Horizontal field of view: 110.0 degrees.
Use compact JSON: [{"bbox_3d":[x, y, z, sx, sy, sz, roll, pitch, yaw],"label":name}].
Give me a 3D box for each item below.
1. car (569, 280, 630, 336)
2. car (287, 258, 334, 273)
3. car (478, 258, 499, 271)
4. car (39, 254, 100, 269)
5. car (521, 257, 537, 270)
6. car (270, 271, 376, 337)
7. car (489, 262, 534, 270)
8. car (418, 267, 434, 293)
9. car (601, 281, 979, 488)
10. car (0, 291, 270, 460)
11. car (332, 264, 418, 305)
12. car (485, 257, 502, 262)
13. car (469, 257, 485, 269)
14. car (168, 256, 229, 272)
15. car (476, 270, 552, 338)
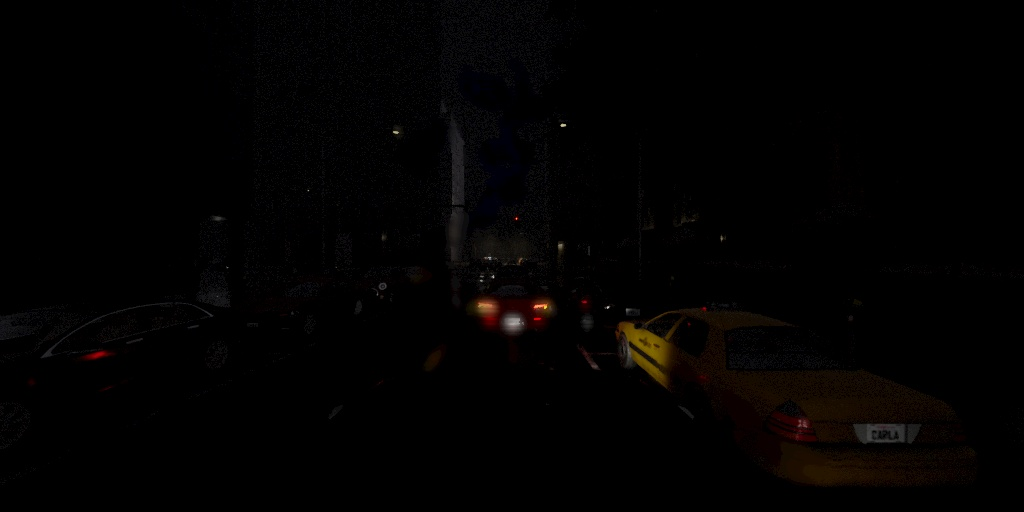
[{"bbox_3d":[2.756,1.316,10.245,1.948,1.339,4.313,0,0,0],"label":"car"},{"bbox_3d":[-17.849,0.936,32.596,4.892,1.490,1.837,1,0,0],"label":"car"},{"bbox_3d":[-3.140,1.285,47.966,1.812,1.442,4.674,0,0,0],"label":"car"},{"bbox_3d":[-39.744,0.576,32.553,4.181,1.385,1.994,1,0,0],"label":"car"},{"bbox_3d":[2.716,1.202,53.127,1.967,1.591,4.097,0,0,0],"label":"car"},{"bbox_3d":[-5.769,1.295,10.235,1.888,1.381,4.507,0,0,0],"label":"car"},{"bbox_3d":[0.003,1.256,18.946,1.837,1.490,4.892,0,0,0],"label":"car"},{"bbox_3d":[-5.779,1.277,20.979,1.751,1.417,4.829,0,0,0],"label":"car"},{"bbox_3d":[2.761,1.275,4.958,1.751,1.417,4.829,0,0,0],"label":"car"},{"bbox_3d":[-5.764,1.300,4.778,2.007,1.370,4.403,0,0,0],"label":"car"},{"bbox_3d":[-5.774,1.190,15.692,1.967,1.591,4.097,0,0,0],"label":"car"},{"bbox_3d":[-3.136,1.328,57.934,1.994,1.385,4.181,0,0,0],"label":"car"},{"bbox_3d":[-5.814,1.079,58.556,2.192,1.841,5.009,0,0,0],"label":"car"},{"bbox_3d":[-28.254,0.734,32.568,4.892,1.490,1.837,1,0,0],"label":"car"},{"bbox_3d":[0.063,1.276,10.079,1.812,1.442,4.674,0,0,0],"label":"car"}]
